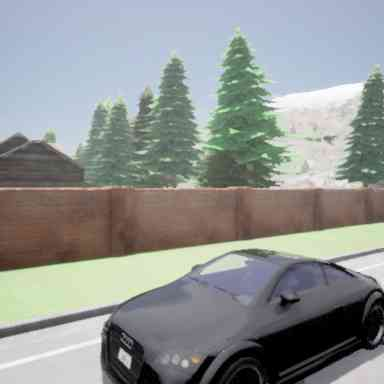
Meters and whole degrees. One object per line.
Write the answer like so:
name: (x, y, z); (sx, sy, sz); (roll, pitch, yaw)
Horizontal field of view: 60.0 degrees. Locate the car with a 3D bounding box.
car: (0.919, 1.549, 4.645); (4.181, 1.385, 1.994); (0, 0, -35)
